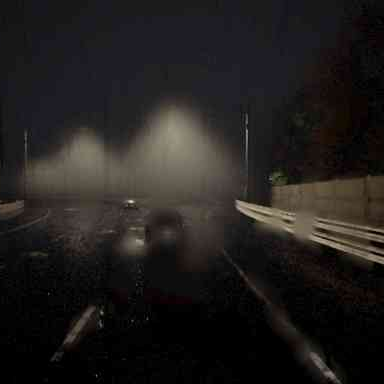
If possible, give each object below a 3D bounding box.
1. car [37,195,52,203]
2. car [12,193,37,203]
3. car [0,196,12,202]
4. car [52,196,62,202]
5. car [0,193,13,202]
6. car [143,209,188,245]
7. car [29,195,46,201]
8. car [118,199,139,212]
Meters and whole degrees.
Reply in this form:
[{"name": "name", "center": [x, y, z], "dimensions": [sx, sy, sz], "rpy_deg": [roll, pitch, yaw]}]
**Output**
[{"name": "car", "center": [-34.628, 1.692, 76.070], "dimensions": [4.892, 1.490, 1.837], "rpy_deg": [0, 0, 44]}, {"name": "car", "center": [-37.091, 1.426, 73.574], "dimensions": [5.566, 2.045, 2.150], "rpy_deg": [0, 0, 44]}, {"name": "car", "center": [-46.571, 1.742, 82.266], "dimensions": [5.008, 1.535, 1.882], "rpy_deg": [0, 0, 38]}, {"name": "car", "center": [-32.570, 1.702, 78.954], "dimensions": [4.674, 1.442, 1.812], "rpy_deg": [0, 0, 44]}, {"name": "car", "center": [-44.548, 1.310, 80.602], "dimensions": [5.566, 2.045, 2.150], "rpy_deg": [0, 0, 38]}, {"name": "car", "center": [-1.298, 1.540, 15.648], "dimensions": [1.812, 1.442, 4.674], "rpy_deg": [0, 0, -8]}, {"name": "car", "center": [-39.936, 1.558, 85.871], "dimensions": [4.892, 1.490, 1.837], "rpy_deg": [0, 0, 38]}, {"name": "car", "center": [-7.773, 1.588, 40.373], "dimensions": [2.033, 1.411, 5.357], "rpy_deg": [-1, 0, -21]}]
